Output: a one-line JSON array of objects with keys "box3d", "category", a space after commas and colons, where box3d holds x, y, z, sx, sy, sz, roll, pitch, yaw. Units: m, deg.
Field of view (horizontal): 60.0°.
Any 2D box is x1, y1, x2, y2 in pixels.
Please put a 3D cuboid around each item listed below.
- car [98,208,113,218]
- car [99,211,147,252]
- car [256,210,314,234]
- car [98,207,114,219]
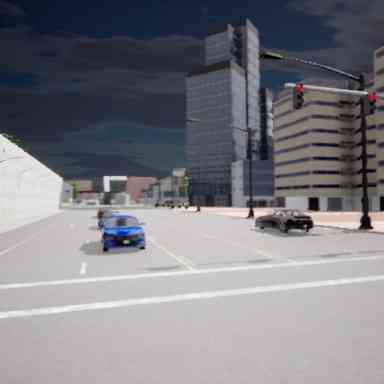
[{"box3d": [-6.600, 2.282, 27.286, 1.994, 1.385, 4.181, 0, -1, -16], "category": "car"}, {"box3d": [-3.463, 1.908, 16.499, 1.882, 1.535, 5.008, 0, -1, -16], "category": "car"}, {"box3d": [6.132, 1.952, 22.583, 2.128, 1.511, 4.902, 0, -2, -18], "category": "car"}, {"box3d": [-11.553, 2.776, 44.419, 1.895, 1.301, 4.718, 0, -1, -16], "category": "car"}]
